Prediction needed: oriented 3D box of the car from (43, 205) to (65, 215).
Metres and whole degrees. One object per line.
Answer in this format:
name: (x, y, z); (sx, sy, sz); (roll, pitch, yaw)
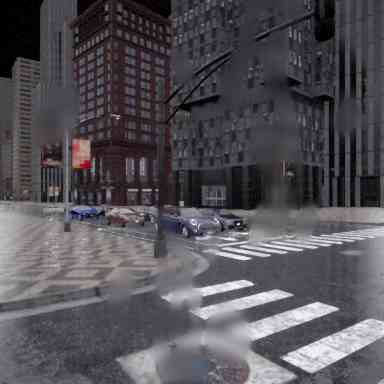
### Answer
car: (-18.984, 2.494, 45.741); (1.895, 1.301, 4.718); (0, -1, -35)

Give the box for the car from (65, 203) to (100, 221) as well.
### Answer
car: (-11.424, 2.121, 35.107); (1.882, 1.535, 5.008); (0, -1, -36)

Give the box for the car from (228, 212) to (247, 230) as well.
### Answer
car: (1.734, 1.861, 22.344); (1.994, 1.385, 4.181); (0, -1, -36)

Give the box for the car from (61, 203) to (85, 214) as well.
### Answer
car: (-18.007, 2.436, 49.997); (2.128, 1.511, 4.902); (0, -1, -35)

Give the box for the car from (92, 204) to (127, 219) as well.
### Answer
car: (-9.510, 2.153, 38.015); (2.128, 1.511, 4.902); (0, -1, -36)

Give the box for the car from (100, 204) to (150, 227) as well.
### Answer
car: (-5.491, 1.976, 26.839); (1.812, 1.442, 4.674); (0, -1, -36)

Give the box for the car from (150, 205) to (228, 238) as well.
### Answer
car: (-0.340, 1.636, 19.625); (2.097, 1.767, 4.553); (0, -1, -35)
